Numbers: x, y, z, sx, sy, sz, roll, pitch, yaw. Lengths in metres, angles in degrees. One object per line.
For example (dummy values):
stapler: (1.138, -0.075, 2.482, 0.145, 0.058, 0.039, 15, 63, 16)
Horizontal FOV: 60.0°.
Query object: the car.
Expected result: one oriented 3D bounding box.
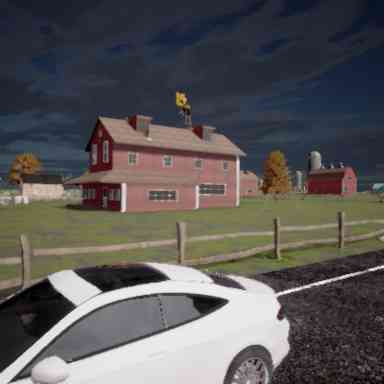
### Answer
car: (-0.996, 1.524, 3.284, 4.674, 1.442, 1.812, 0, 0, -35)
